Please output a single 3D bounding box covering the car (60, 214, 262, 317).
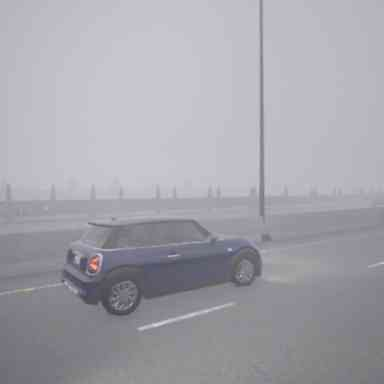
[{"bbox_3d":[-0.501,1.325,7.687,4.553,1.767,2.097,0,0,-36],"label":"car"}]

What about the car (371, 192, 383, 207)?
[{"bbox_3d":[25.931,0.951,43.895,5.566,2.045,2.150,0,0,-35],"label":"car"}]
